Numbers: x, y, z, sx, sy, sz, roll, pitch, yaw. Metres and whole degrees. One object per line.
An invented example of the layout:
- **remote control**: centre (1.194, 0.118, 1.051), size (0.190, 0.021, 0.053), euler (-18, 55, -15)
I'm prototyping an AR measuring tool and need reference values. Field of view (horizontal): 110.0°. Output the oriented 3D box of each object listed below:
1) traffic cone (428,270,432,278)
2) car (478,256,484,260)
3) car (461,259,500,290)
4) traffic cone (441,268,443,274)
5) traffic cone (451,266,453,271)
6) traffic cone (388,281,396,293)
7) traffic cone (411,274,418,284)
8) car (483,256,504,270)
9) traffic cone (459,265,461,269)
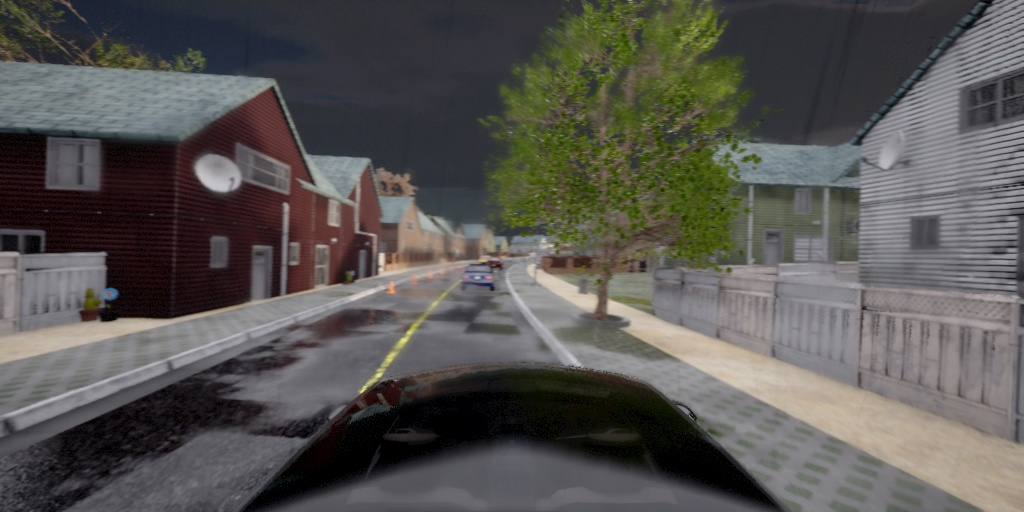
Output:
- **traffic cone**: centre (-6.162, 1.364, 26.944), size (0.340, 0.580, 0.340), euler (0, 0, -2)
- **car**: centre (-3.603, 0.744, 49.242), size (1.882, 1.535, 5.008), euler (2, 1, 0)
- **car**: centre (-1.901, 1.137, 20.862), size (2.033, 1.411, 5.357), euler (2, 0, -3)
- **traffic cone**: centre (-6.247, 1.323, 31.995), size (0.340, 0.580, 0.340), euler (0, 0, 0)
- **traffic cone**: centre (-6.227, 1.278, 37.047), size (0.340, 0.580, 0.340), euler (0, 0, 1)
- **traffic cone**: centre (-5.677, 1.448, 16.853), size (0.340, 0.580, 0.340), euler (0, 0, -4)
- **traffic cone**: centre (-5.972, 1.404, 21.897), size (0.340, 0.580, 0.340), euler (0, 0, -3)
- **car**: centre (-2.005, 0.867, 43.478), size (1.882, 1.535, 5.008), euler (2, 1, 2)
- **traffic cone**: centre (-6.102, 1.230, 42.096), size (0.340, 0.580, 0.340), euler (0, 0, 2)
